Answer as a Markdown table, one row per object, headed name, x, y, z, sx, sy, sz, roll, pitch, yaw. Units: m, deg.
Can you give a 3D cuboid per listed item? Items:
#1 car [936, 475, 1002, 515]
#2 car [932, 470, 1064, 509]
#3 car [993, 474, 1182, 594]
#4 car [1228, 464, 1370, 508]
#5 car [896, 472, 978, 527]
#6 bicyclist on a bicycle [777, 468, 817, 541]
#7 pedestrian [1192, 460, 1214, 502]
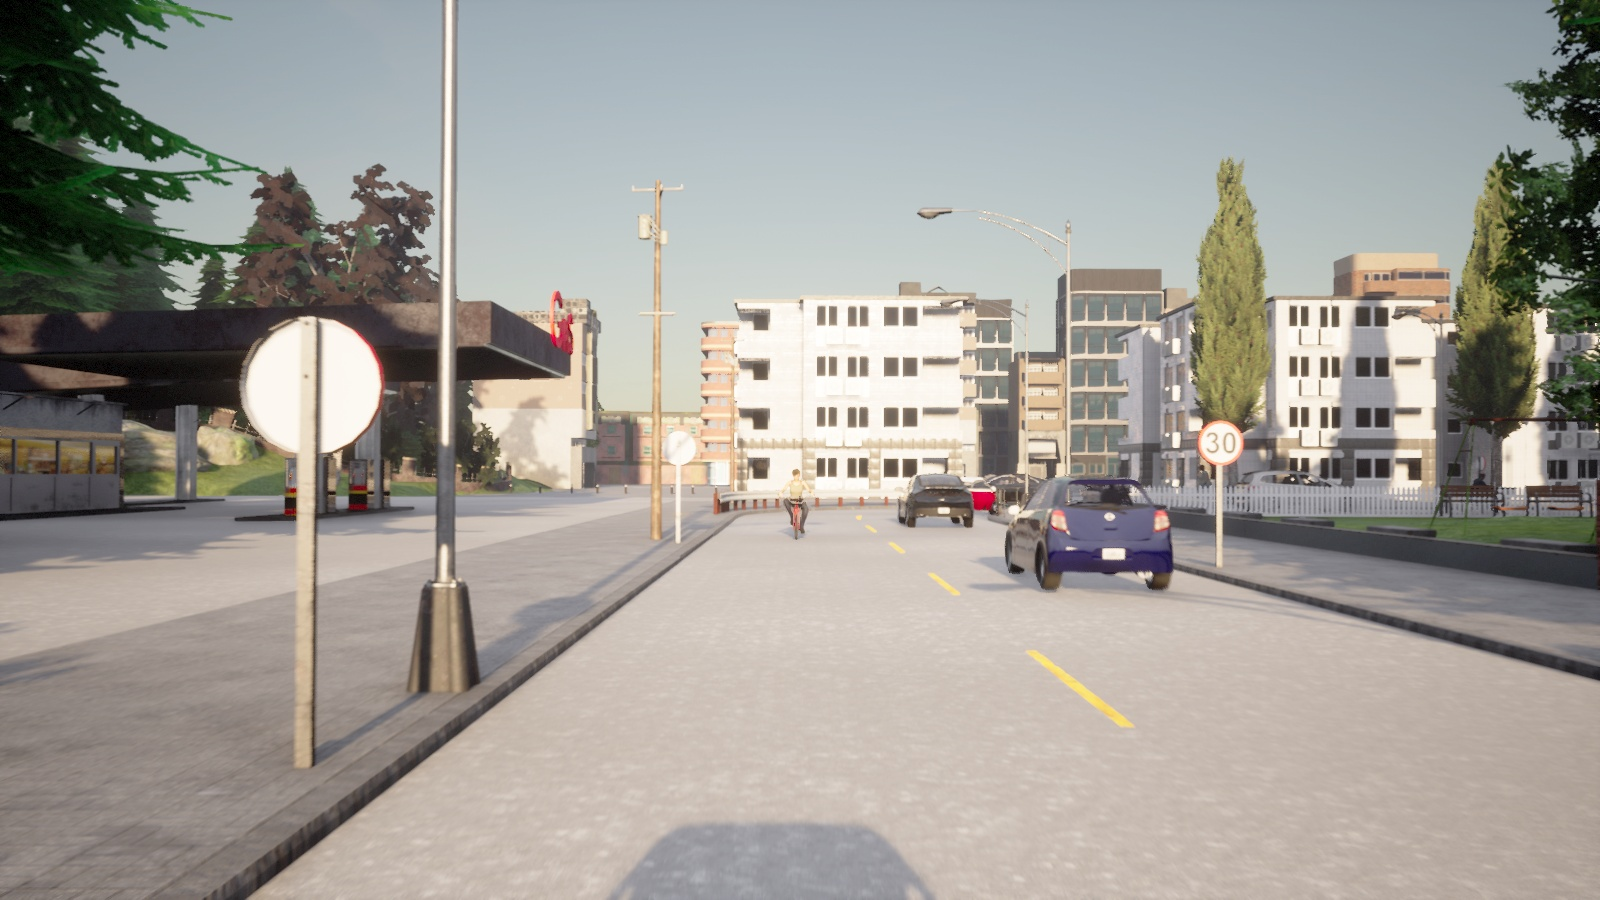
| name | x | y | z | sx | sy | sz | roll | pitch | yaw |
| --- | --- | --- | --- | --- | --- | --- | --- | --- | --- |
| car | 6.098 | 1.593 | 45.183 | 1.481 | 1.376 | 2.207 | -1 | -1 | 36 |
| car | 8.118 | 1.593 | 51.604 | 4.902 | 1.511 | 2.128 | 0 | -1 | -14 |
| car | 3.955 | 1.109 | 17.870 | 1.845 | 1.501 | 3.633 | 0 | -1 | 0 |
| car | 19.190 | 1.381 | 48.466 | 4.611 | 1.667 | 2.242 | 0 | -1 | 0 |
| car | 3.907 | 1.409 | 36.632 | 1.837 | 1.490 | 4.892 | 0 | -1 | 0 |
| bicyclist on a bicycle | -0.075 | 1.224 | 28.584 | 0.866 | 1.612 | 1.509 | 0 | -1 | 0 |
| pedestrian | 17.877 | 1.373 | 55.693 | 0.900 | 1.855 | 0.874 | -1 | -1 | 18 |
